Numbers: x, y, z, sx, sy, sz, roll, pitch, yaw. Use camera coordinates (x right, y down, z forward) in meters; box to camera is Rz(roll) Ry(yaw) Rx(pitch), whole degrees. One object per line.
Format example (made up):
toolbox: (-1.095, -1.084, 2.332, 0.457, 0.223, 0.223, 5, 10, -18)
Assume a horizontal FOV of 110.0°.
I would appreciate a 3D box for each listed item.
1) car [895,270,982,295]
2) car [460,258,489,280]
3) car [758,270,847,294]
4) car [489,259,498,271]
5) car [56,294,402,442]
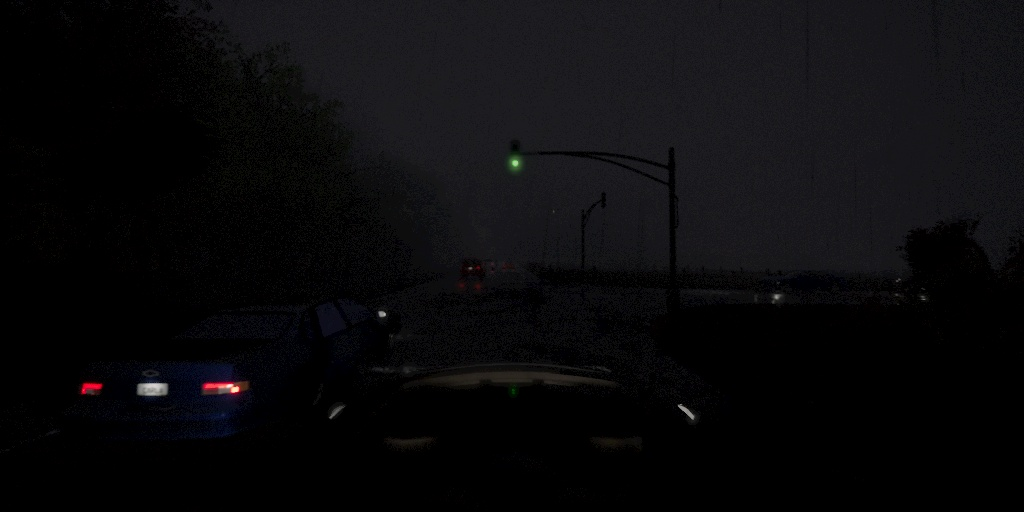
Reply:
car: (28.093, 1.629, 23.491, 4.553, 1.767, 2.097, 1, -1, 0)
car: (-3.786, 1.250, 35.275, 2.150, 2.045, 5.566, 0, 0, -1)
car: (18.869, 1.658, 23.424, 5.008, 1.535, 1.882, 1, -1, 0)
car: (-4.094, 1.472, 62.875, 2.150, 2.045, 5.566, 0, 0, 0)
car: (-3.444, 1.335, 5.913, 2.033, 1.411, 5.357, 0, 0, -1)
